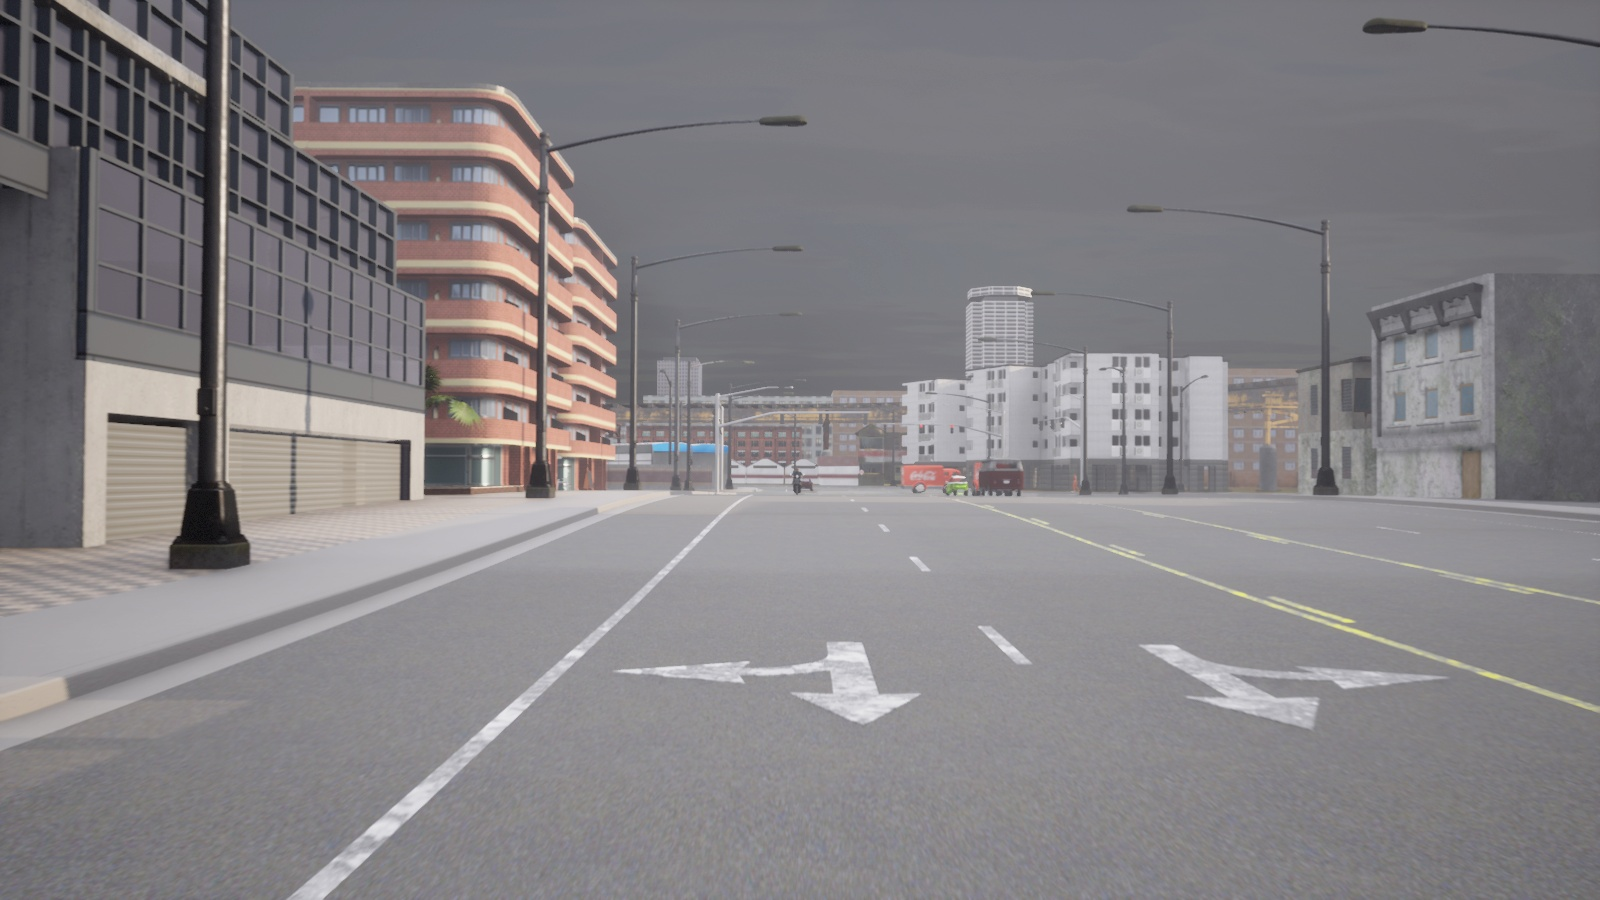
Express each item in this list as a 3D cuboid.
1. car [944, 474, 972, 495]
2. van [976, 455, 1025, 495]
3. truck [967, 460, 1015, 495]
[{"bbox_3d":[10.440,2.304,82.973,1.481,1.376,2.207,0,-2,-3],"label":"car"},{"bbox_3d":[10.371,1.336,65.190,1.775,1.987,4.442,0,-2,0],"label":"van"},{"bbox_3d":[13.826,2.034,91.131,2.627,2.467,5.204,0,-2,0],"label":"truck"}]
